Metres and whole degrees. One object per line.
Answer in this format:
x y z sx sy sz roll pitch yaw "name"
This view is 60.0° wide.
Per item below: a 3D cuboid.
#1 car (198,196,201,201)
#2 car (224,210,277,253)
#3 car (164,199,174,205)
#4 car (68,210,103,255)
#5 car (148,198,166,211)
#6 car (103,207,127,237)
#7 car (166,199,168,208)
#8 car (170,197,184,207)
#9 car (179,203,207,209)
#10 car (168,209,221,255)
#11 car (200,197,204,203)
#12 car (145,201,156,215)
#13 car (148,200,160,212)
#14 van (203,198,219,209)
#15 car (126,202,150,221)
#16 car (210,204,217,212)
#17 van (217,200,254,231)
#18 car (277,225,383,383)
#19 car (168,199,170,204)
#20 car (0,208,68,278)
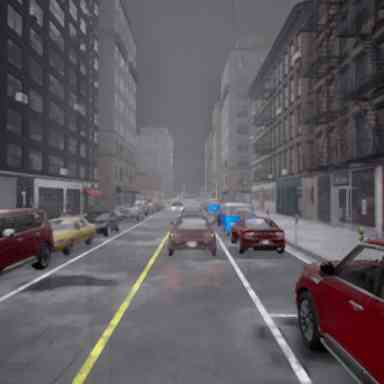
2.777 2.007 66.905 2.097 1.767 4.553 0 -1 0 "car"
2.642 1.687 14.147 1.887 1.381 4.507 0 -1 0 "car"
-5.355 2.327 79.060 2.008 1.369 4.403 0 -1 0 "car"
-5.383 1.667 13.981 1.752 1.417 4.829 0 -1 0 "car"
-5.369 1.774 46.608 2.192 1.841 5.009 0 -1 0 "car"
-5.381 1.762 19.560 1.947 1.339 4.313 0 -1 0 "car"
-5.367 1.951 52.016 1.967 1.590 4.097 0 -1 0 "car"
-2.743 2.234 64.547 1.895 1.301 4.718 0 -1 1 "car"
0.028 1.882 28.257 1.895 1.301 4.718 0 -1 0 "car"
0.030 1.666 13.894 1.812 1.442 4.674 0 0 1 "car"
2.658 1.951 52.013 1.967 1.590 4.097 0 -1 0 "car"
-5.374 1.920 35.787 1.947 1.339 4.313 0 -1 0 "car"
-5.371 1.988 41.197 1.802 1.307 4.206 0 -1 0 "car"
2.654 1.747 41.195 1.690 1.788 3.998 0 -1 0 "van"
-5.376 1.852 30.378 2.008 1.369 4.403 0 -1 0 "car"
2.647 1.814 24.966 1.947 1.339 4.313 0 -1 0 "car"
2.645 1.537 19.559 1.690 1.788 3.998 0 -1 0 "van"
2.638 1.350 3.331 2.192 1.841 5.009 0 -1 0 "car"
-5.364 2.004 57.425 1.967 1.590 4.097 0 -1 0 "car"
-5.385 1.405 8.743 2.192 1.841 5.009 0 -1 0 "car"
